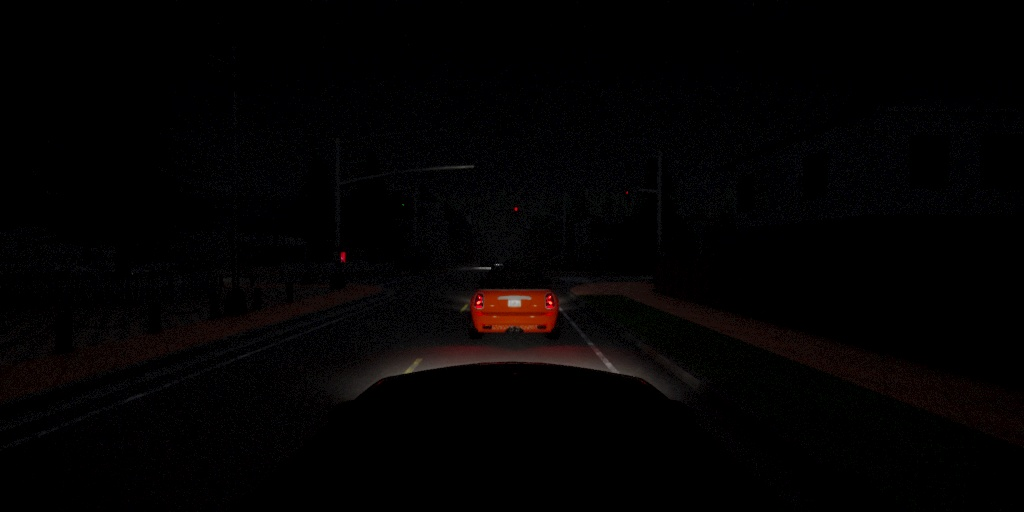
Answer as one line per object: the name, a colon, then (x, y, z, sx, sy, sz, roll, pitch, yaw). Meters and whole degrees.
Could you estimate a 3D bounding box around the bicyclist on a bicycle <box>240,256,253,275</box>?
bicyclist on a bicycle: (-23.579, 0.854, 31.858, 0.582, 1.620, 1.656, 0, 1, -2)

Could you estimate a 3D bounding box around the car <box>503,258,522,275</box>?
car: (0.074, 1.009, 36.481, 1.837, 1.490, 4.892, 0, 0, 0)

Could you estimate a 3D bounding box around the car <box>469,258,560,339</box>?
car: (0.066, 1.043, 10.016, 2.097, 1.767, 4.553, 0, 0, 0)

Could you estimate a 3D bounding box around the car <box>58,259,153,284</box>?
car: (-27.043, 1.133, 24.287, 4.674, 1.442, 1.812, 0, 0, -2)
